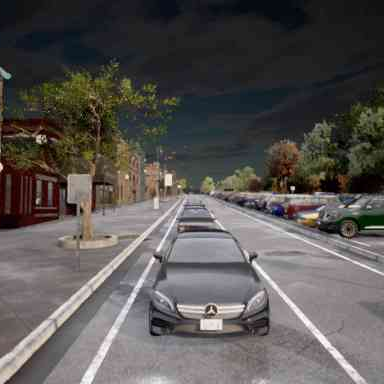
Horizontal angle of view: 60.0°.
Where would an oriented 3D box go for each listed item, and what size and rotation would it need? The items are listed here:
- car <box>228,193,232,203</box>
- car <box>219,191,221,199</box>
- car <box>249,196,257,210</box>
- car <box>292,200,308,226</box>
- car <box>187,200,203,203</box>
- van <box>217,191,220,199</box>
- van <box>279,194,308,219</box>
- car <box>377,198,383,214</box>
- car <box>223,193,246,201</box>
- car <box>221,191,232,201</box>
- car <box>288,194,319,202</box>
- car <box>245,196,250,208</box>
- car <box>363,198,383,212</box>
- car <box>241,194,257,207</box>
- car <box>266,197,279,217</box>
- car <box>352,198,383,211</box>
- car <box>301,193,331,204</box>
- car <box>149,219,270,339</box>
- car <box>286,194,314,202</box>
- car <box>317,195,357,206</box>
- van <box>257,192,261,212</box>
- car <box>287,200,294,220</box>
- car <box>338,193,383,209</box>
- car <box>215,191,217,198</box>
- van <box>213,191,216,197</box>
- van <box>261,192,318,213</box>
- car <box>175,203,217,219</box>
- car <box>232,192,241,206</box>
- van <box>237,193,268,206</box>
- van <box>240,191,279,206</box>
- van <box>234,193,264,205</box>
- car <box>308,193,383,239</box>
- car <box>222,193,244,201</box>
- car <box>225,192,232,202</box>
[{"bbox_3d":[9.015,1.292,56.260,4.892,1.521,2.231,0,1,0],"label":"car"},{"bbox_3d":[8.918,0.940,67.470,5.566,2.045,2.435,0,1,0],"label":"car"},{"bbox_3d":[9.183,1.471,36.631,4.792,1.488,2.163,0,0,0],"label":"car"},{"bbox_3d":[9.082,1.467,19.808,5.366,1.575,1.946,0,0,0],"label":"car"},{"bbox_3d":[0.230,1.443,29.830,2.128,1.511,4.902,0,0,0],"label":"car"},{"bbox_3d":[8.754,0.866,78.682,4.442,1.987,1.878,0,1,0],"label":"van"},{"bbox_3d":[9.346,1.238,25.416,4.442,1.987,1.878,0,0,0],"label":"van"},{"bbox_3d":[22.432,1.445,34.622,5.366,1.575,1.946,0,0,0],"label":"car"},{"bbox_3d":[8.896,1.041,70.274,4.553,1.767,2.185,0,1,0],"label":"car"},{"bbox_3d":[8.937,0.965,64.667,5.566,2.045,2.435,0,1,0],"label":"car"},{"bbox_3d":[21.857,1.211,65.154,5.366,1.575,1.946,0,0,0],"label":"car"},{"bbox_3d":[9.132,1.467,39.439,4.674,1.452,2.002,0,0,0],"label":"car"},{"bbox_3d":[22.199,1.470,37.392,4.792,1.488,2.163,0,0,0],"label":"car"},{"bbox_3d":[9.122,1.410,42.242,4.892,1.521,2.231,0,0,0],"label":"car"},{"bbox_3d":[9.205,1.461,28.219,5.008,1.535,2.097,0,0,0],"label":"car"},{"bbox_3d":[22.239,1.453,40.176,4.792,1.488,2.163,0,0,0],"label":"car"},{"bbox_3d":[22.110,1.137,59.605,4.553,1.767,2.185,0,1,0],"label":"car"},{"bbox_3d":[0.255,1.524,6.803,1.812,1.442,4.674,0,0,0],"label":"car"},{"bbox_3d":[22.029,1.190,67.932,4.892,1.521,2.231,0,1,0],"label":"car"},{"bbox_3d":[22.321,1.334,51.279,5.366,1.575,1.946,0,1,0],"label":"car"},{"bbox_3d":[9.289,1.223,33.828,4.442,1.987,1.878,0,0,0],"label":"van"},{"bbox_3d":[9.251,1.507,22.613,4.674,1.452,2.002,0,0,0],"label":"car"},{"bbox_3d":[22.163,1.154,42.948,5.566,2.045,2.435,0,0,0],"label":"car"},{"bbox_3d":[8.846,1.067,81.488,5.008,1.535,2.097,0,1,0],"label":"car"},{"bbox_3d":[8.678,0.767,89.895,4.442,1.987,1.878,0,1,0],"label":"van"},{"bbox_3d":[9.075,1.231,31.025,4.442,1.987,1.878,0,0,0],"label":"van"},{"bbox_3d":[0.199,1.533,17.382,2.033,1.411,5.357,0,0,0],"label":"car"},{"bbox_3d":[9.050,1.115,47.848,5.566,2.045,2.435,0,1,0],"label":"car"},{"bbox_3d":[9.176,1.115,50.653,4.442,1.987,1.878,0,1,0],"label":"van"},{"bbox_3d":[9.214,1.164,45.048,4.442,1.987,1.878,0,0,0],"label":"van"},{"bbox_3d":[9.157,1.090,53.456,4.442,1.987,1.878,0,1,0],"label":"van"},{"bbox_3d":[9.258,1.221,17.005,5.566,2.045,2.435,0,0,0],"label":"car"},{"bbox_3d":[8.877,1.016,73.078,4.553,1.767,2.185,0,1,0],"label":"car"},{"bbox_3d":[8.981,1.281,61.867,4.674,1.452,2.002,0,1,0],"label":"car"}]
